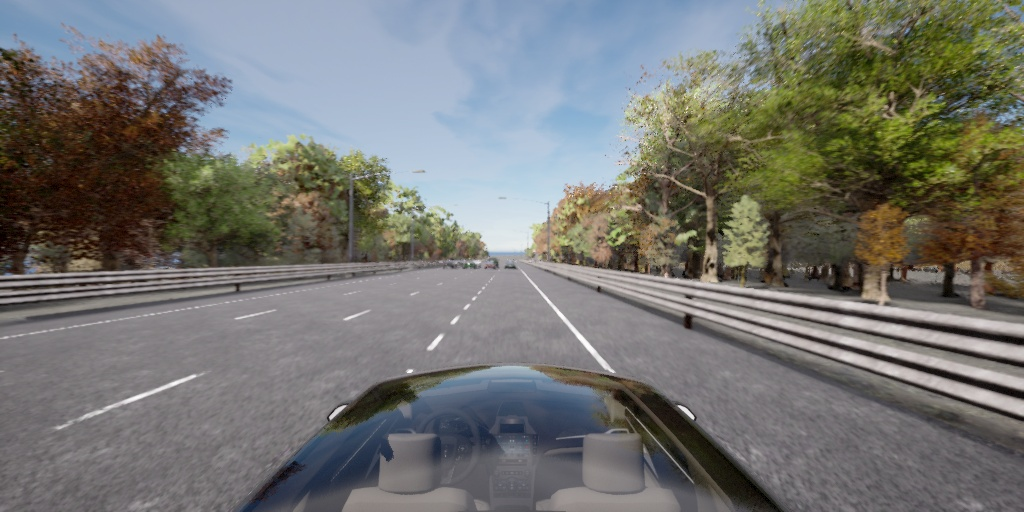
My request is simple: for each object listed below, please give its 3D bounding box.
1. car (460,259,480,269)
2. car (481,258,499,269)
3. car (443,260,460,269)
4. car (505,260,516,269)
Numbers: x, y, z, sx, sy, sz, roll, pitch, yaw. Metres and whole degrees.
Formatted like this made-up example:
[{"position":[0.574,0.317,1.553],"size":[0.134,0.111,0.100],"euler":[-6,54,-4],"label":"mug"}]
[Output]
[{"position":[-7.303,1.384,63.077],"size":[2.097,1.767,4.553],"euler":[0,0,0],"label":"car"},{"position":[-3.802,1.591,62.706],"size":[2.033,1.411,5.357],"euler":[0,0,0],"label":"car"},{"position":[-10.801,1.517,62.672],"size":[1.837,1.490,4.892],"euler":[0,0,0],"label":"car"},{"position":[-0.304,1.622,63.140],"size":[1.994,1.385,4.181],"euler":[0,0,0],"label":"car"}]
